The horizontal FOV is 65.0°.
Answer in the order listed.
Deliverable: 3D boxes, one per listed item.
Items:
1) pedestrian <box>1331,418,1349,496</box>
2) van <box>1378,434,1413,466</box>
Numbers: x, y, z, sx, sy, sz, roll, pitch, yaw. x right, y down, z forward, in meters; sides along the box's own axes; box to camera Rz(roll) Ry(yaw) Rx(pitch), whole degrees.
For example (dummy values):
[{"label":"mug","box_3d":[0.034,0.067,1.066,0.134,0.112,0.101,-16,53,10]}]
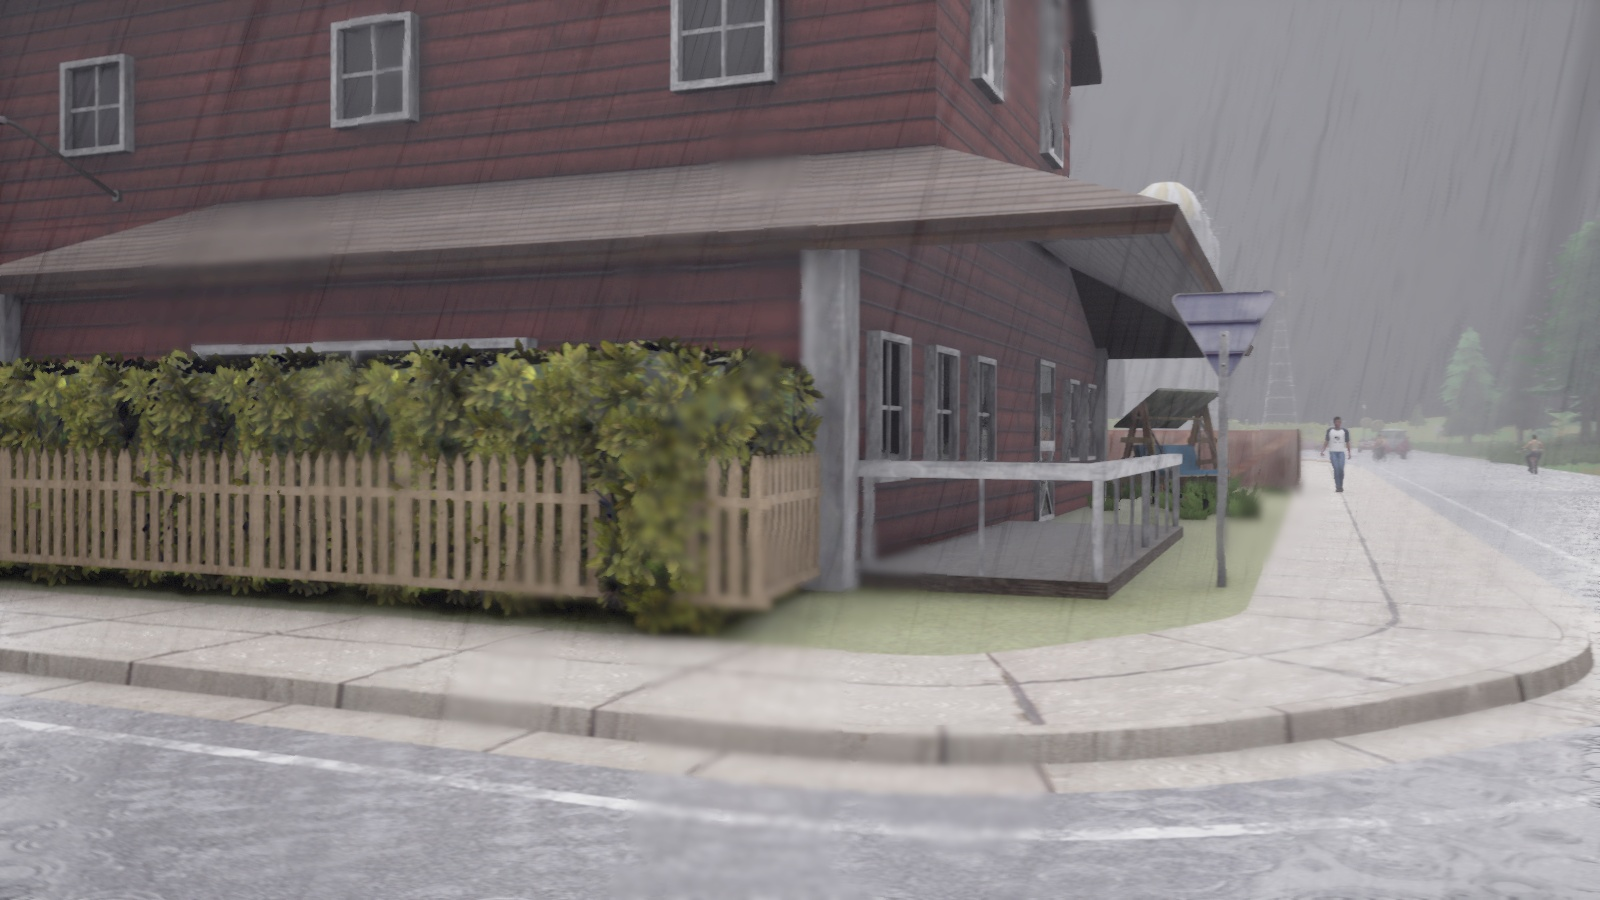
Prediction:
[{"label":"pedestrian","box_3d":[12.773,0.162,29.713,0.354,1.836,0.706,1,1,22]},{"label":"van","box_3d":[38.727,-0.025,81.742,1.775,1.987,4.442,1,1,22]}]
